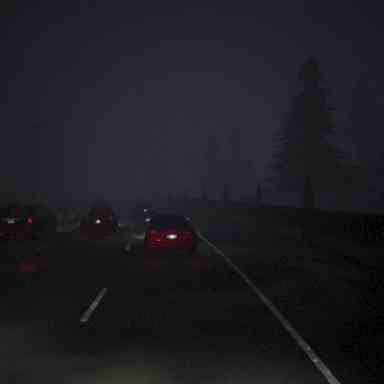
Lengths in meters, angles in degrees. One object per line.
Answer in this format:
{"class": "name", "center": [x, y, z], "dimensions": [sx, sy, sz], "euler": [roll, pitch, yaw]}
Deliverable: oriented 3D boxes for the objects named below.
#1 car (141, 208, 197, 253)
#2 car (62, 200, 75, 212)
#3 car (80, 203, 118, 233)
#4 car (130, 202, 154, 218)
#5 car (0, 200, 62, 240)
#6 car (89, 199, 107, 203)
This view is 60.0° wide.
{"class": "car", "center": [-0.987, 1.593, 14.005], "dimensions": [1.994, 1.385, 4.181], "euler": [0, 0, -7]}
{"class": "car", "center": [-14.818, 1.613, 39.067], "dimensions": [1.812, 1.442, 4.674], "euler": [0, 0, -22]}
{"class": "car", "center": [-5.532, 1.608, 20.184], "dimensions": [1.994, 1.385, 4.181], "euler": [0, 0, -11]}
{"class": "car", "center": [-4.704, 1.629, 31.342], "dimensions": [1.994, 1.385, 4.181], "euler": [0, 0, -17]}
{"class": "car", "center": [-8.561, 1.391, 17.282], "dimensions": [2.097, 1.767, 4.553], "euler": [0, 0, -9]}
{"class": "car", "center": [-10.835, 1.561, 38.524], "dimensions": [1.882, 1.535, 5.008], "euler": [0, 0, -21]}
